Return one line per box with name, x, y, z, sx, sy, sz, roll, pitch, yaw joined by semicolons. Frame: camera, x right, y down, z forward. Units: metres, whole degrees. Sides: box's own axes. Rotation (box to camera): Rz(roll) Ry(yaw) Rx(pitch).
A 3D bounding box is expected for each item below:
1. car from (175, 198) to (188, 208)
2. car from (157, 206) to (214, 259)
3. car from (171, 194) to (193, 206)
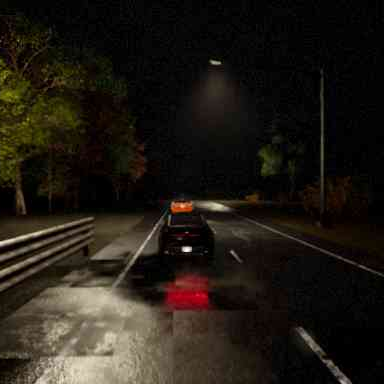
car;-1.568;1.598;50.532;1.895;1.301;4.718;0;0;-2
car;-0.242;1.509;12.624;1.837;1.490;4.892;0;0;-2
car;-0.938;1.356;32.537;2.097;1.767;4.553;0;0;-2
